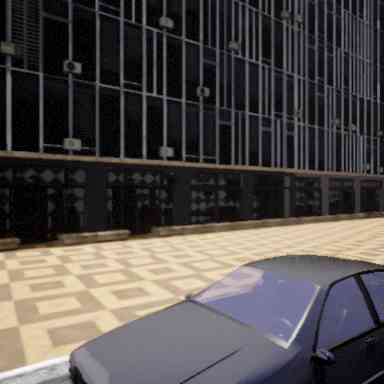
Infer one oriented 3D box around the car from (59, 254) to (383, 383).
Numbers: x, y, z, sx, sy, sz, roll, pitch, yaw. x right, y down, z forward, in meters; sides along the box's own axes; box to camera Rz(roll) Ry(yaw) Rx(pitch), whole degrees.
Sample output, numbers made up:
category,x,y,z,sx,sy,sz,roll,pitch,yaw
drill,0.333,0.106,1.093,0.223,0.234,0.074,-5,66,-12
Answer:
category,x,y,z,sx,sy,sz,roll,pitch,yaw
car,1.352,1.551,4.037,5.357,1.411,2.033,0,0,-35
